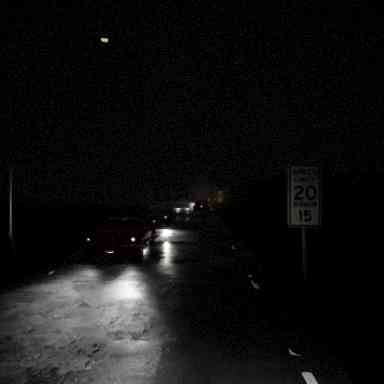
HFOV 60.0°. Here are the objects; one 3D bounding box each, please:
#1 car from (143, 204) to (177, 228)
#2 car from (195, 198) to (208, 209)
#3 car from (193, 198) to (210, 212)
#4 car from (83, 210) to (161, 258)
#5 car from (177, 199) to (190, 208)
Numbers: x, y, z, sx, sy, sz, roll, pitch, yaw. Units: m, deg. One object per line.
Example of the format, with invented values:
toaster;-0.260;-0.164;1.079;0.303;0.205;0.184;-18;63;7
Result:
car;-2.271;1.541;22.768;1.812;1.442;4.674;0;0;2
car;1.468;1.695;50.740;1.882;1.535;5.008;0;-1;2
car;1.175;1.681;40.746;1.994;1.385;4.181;0;-1;2
car;-2.556;1.605;12.836;1.895;1.301;4.718;0;0;2
car;-1.417;1.762;52.505;1.812;1.442;4.674;0;-1;1
